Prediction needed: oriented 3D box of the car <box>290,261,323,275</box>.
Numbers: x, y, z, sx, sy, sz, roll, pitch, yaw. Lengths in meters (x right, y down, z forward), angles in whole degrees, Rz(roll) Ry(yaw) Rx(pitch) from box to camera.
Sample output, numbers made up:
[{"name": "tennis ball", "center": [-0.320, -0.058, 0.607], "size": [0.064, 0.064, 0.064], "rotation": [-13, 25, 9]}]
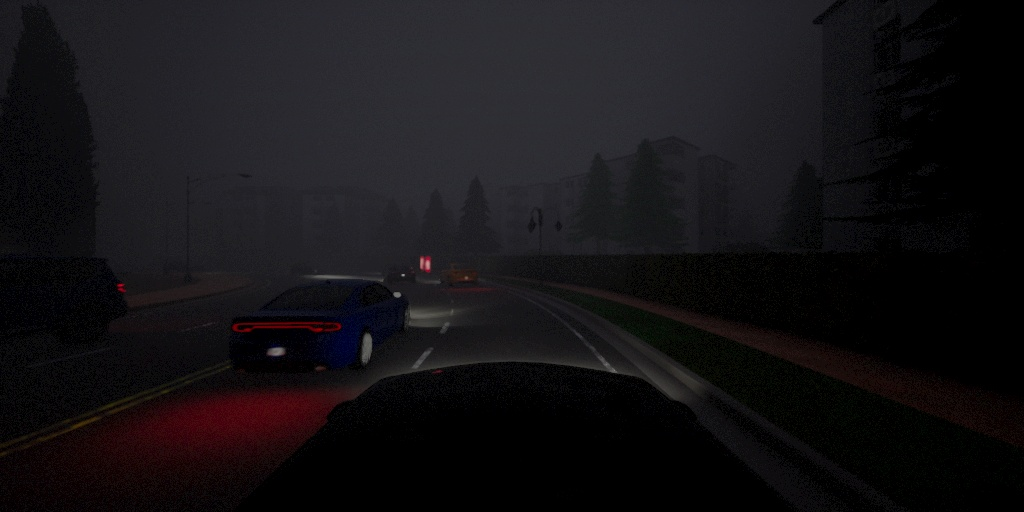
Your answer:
[{"name": "car", "center": [-22.497, 1.309, 39.172], "size": [4.902, 1.511, 2.128], "rotation": [0, 0, 39]}]

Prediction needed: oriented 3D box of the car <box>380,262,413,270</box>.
[{"name": "car", "center": [-8.774, 1.361, 27.753], "size": [1.994, 1.385, 4.181], "rotation": [0, 0, -26]}]

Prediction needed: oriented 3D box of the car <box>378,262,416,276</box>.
[{"name": "car", "center": [-12.838, 1.367, 39.836], "size": [2.033, 1.411, 5.357], "rotation": [0, 0, -42]}]

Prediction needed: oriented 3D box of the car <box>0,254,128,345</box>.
[{"name": "car", "center": [-10.694, 0.980, 6.641], "size": [2.150, 2.045, 5.566], "rotation": [0, 0, -2]}]

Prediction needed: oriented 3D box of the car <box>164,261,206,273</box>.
[{"name": "car", "center": [-40.711, 1.305, 44.629], "size": [5.008, 1.535, 1.882], "rotation": [0, 0, 14]}]

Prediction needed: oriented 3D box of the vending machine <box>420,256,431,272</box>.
[{"name": "vending machine", "center": [-10.389, 1.020, 43.099], "size": [1.100, 2.100, 0.880], "rotation": [0, 0, -43]}]

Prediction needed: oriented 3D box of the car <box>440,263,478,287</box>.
[{"name": "car", "center": [-3.859, 1.271, 25.468], "size": [1.882, 1.535, 5.008], "rotation": [0, 0, -21]}]

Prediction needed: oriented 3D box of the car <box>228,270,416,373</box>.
[{"name": "car", "center": [-3.597, 1.238, 7.723], "size": [1.882, 1.535, 5.008], "rotation": [0, 0, -3]}]
